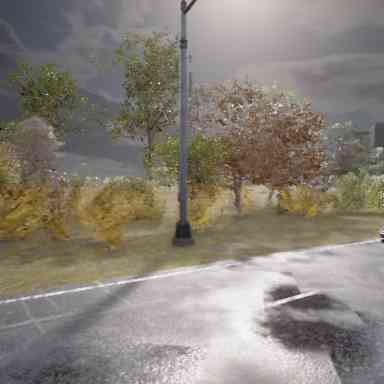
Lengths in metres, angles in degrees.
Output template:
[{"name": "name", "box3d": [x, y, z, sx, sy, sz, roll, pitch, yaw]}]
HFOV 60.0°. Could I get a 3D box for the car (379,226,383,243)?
[{"name": "car", "box3d": [10.381, 1.578, 15.079, 4.674, 1.442, 1.812, 0, 0, -35]}]
